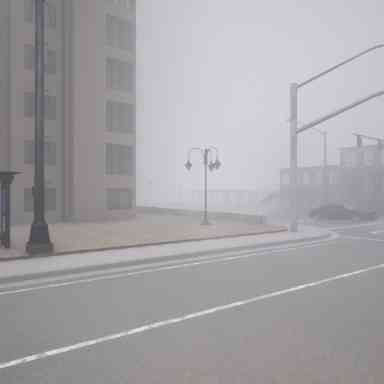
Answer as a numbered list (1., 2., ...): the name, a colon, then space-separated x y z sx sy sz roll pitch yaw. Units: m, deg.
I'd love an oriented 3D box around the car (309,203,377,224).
1. car: 11.574 1.569 25.731 1.882 1.535 5.008 0 -3 -36
